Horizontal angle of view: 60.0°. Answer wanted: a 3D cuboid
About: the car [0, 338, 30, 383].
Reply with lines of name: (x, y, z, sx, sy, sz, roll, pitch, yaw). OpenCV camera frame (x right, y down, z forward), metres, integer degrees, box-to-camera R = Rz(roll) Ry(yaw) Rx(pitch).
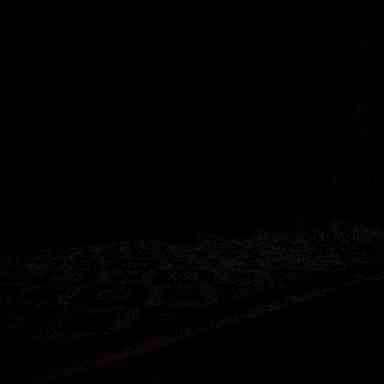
car: (-3.095, 1.612, 1.158, 4.718, 1.301, 1.895, 0, 0, -36)
